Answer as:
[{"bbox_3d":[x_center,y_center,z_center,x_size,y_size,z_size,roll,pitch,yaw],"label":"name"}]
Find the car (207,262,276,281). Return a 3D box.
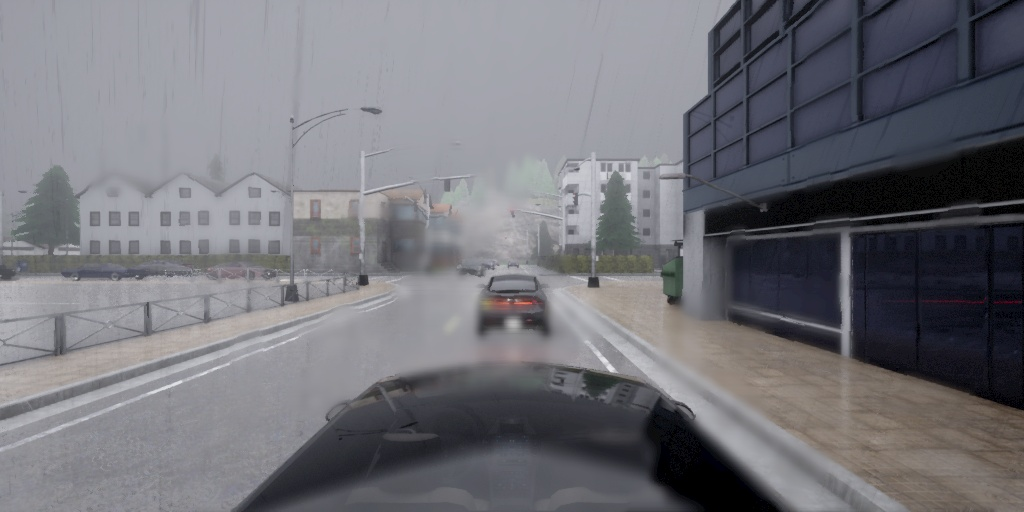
[{"bbox_3d":[-19.891,1.140,26.498,4.181,1.385,1.994,0,0,0],"label":"car"}]

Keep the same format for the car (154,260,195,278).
[{"bbox_3d":[-29.708,1.068,30.232,4.902,1.511,2.128,0,0,0],"label":"car"}]

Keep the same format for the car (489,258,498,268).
[{"bbox_3d":[-3.525,1.108,50.404,2.097,1.767,4.553,0,0,0],"label":"car"}]

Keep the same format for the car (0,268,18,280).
[{"bbox_3d":[-40.133,1.177,26.624,4.718,1.301,1.895,0,0,1],"label":"car"}]

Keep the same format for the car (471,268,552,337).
[{"bbox_3d":[0.067,1.256,10.343,1.837,1.490,4.892,0,0,1],"label":"car"}]

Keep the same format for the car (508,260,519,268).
[{"bbox_3d":[0.181,1.357,60.993,1.895,1.301,4.718,0,0,-1],"label":"car"}]

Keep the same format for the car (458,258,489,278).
[{"bbox_3d":[-3.543,1.000,32.117,2.097,1.767,4.553,1,0,0],"label":"car"}]

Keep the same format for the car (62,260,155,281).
[{"bbox_3d":[-29.911,1.177,26.544,4.718,1.301,1.895,0,0,0],"label":"car"}]
